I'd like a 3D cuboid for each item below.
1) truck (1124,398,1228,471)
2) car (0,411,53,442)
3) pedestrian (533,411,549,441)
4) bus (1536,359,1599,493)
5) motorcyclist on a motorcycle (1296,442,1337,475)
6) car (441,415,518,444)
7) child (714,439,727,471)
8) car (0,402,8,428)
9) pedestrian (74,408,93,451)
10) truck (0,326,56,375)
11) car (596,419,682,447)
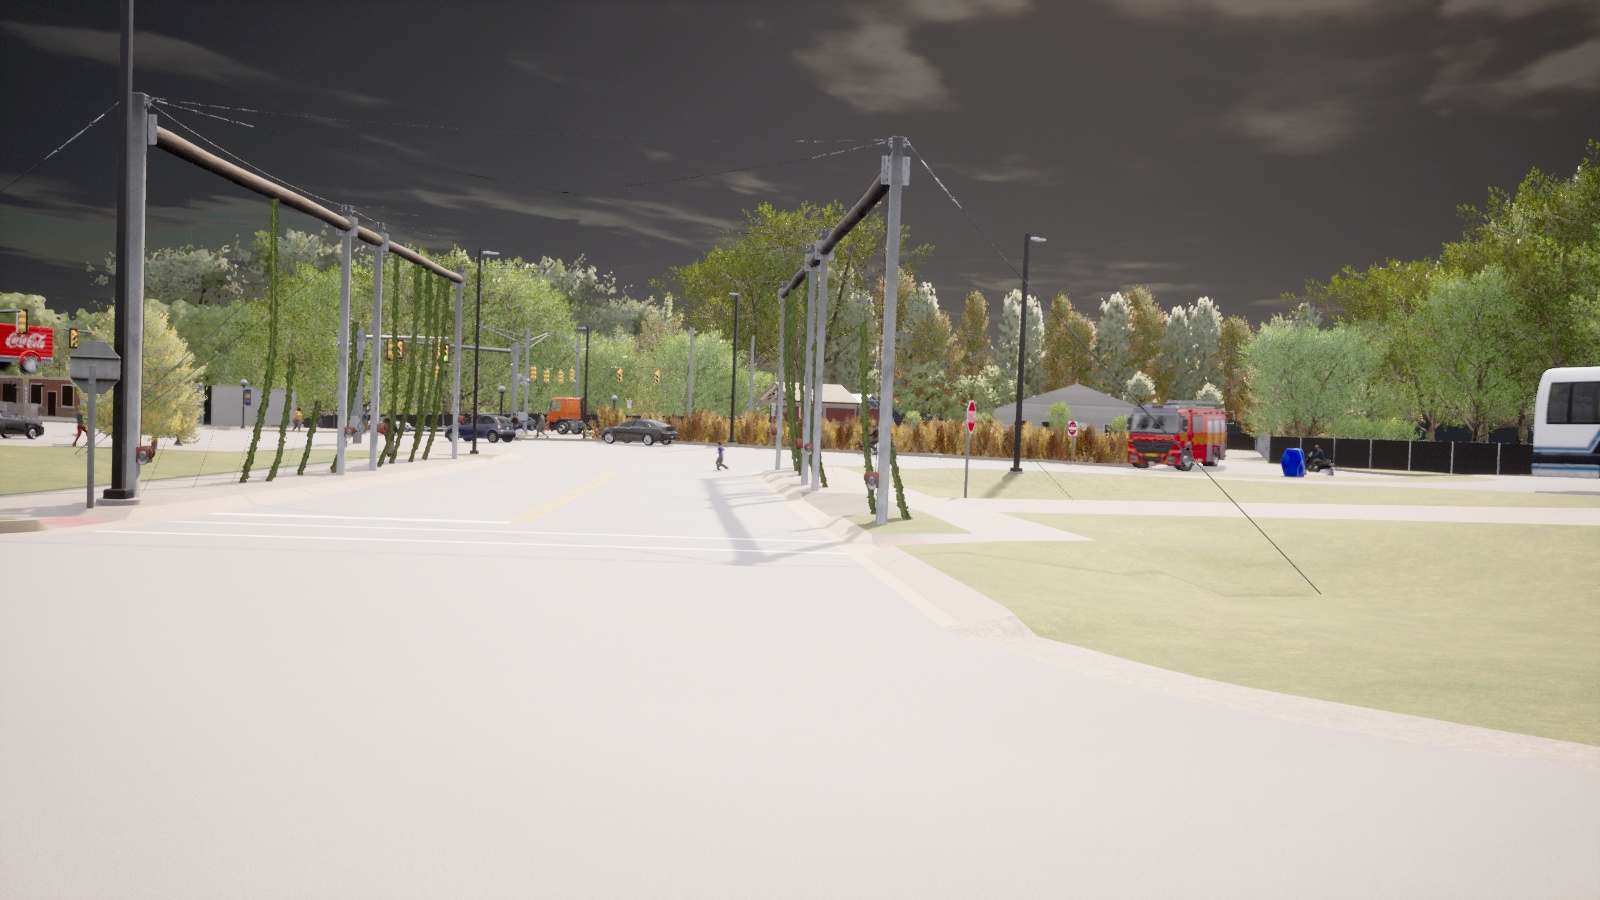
[{"bbox_3d":[21.284,-0.956,70.767,2.891,3.827,8.468,3,3,36],"label":"truck"},{"bbox_3d":[-39.779,-1.177,61.960,2.128,1.511,4.902,2,1,16],"label":"car"},{"bbox_3d":[-16.920,-1.570,81.955,0.873,1.952,0.659,2,2,-3],"label":"pedestrian"},{"bbox_3d":[28.702,-0.678,38.082,3.944,4.253,10.273,2,0,-31],"label":"bus"},{"bbox_3d":[26.570,0.425,64.581,1.817,1.590,0.866,1,2,31],"label":"motorcyclist on a motorcycle"},{"bbox_3d":[-18.543,-1.212,72.723,3.988,1.617,1.851,1,2,20],"label":"car"},{"bbox_3d":[-3.193,0.197,50.297,0.437,1.263,0.270,2,2,7],"label":"child"},{"bbox_3d":[-53.713,-2.290,80.734,5.027,1.651,2.152,2,2,21],"label":"car"},{"bbox_3d":[-30.715,-0.883,53.839,0.353,1.847,0.614,3,3,20],"label":"pedestrian"},{"bbox_3d":[-43.547,-5.456,67.818,2.627,2.467,5.204,5,3,21],"label":"truck"},{"bbox_3d":[-9.365,-1.016,72.964,4.892,1.490,1.837,2,3,31],"label":"car"}]
